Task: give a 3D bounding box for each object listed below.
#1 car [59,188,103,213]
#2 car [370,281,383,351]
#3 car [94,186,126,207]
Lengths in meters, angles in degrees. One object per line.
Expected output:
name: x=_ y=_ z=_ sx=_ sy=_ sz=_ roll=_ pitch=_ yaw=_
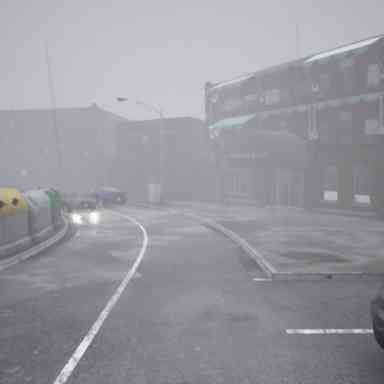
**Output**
car: x=-8.461 y=0.593 z=23.648 sx=1.994 sy=1.385 sz=4.181 roll=-4 pitch=5 yaw=-45
car: x=4.621 y=1.430 z=3.634 sx=4.892 sy=1.521 sz=2.231 roll=0 pitch=1 yaw=0
car: x=-7.299 y=0.279 z=26.994 sx=1.882 sy=1.535 sz=5.008 roll=-3 pitch=5 yaw=-45
